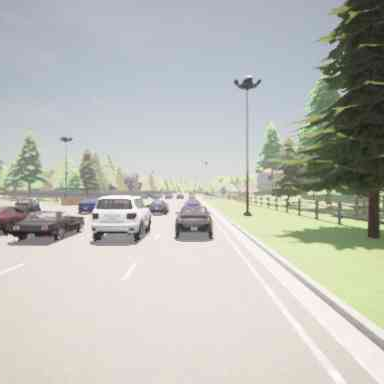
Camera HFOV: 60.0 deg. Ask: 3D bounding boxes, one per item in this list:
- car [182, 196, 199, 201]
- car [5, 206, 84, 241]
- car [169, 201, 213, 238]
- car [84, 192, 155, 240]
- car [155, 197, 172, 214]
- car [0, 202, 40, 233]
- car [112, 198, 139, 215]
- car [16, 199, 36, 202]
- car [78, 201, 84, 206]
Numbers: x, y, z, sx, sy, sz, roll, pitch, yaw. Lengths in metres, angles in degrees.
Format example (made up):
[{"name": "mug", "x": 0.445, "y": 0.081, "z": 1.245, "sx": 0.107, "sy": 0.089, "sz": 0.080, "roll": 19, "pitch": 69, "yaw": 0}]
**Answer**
[{"name": "car", "x": 0.091, "y": 1.479, "z": 34.494, "sx": 1.812, "sy": 1.442, "sz": 4.674, "roll": 0, "pitch": 0, "yaw": 0}, {"name": "car", "x": -6.897, "y": 1.578, "z": 16.502, "sx": 1.895, "sy": 1.301, "sz": 4.718, "roll": 0, "pitch": 0, "yaw": 0}, {"name": "car", "x": 0.102, "y": 1.468, "z": 17.699, "sx": 2.128, "sy": 1.511, "sz": 4.902, "roll": 0, "pitch": 0, "yaw": 0}, {"name": "car", "x": -3.397, "y": 1.199, "z": 16.856, "sx": 2.150, "sy": 2.045, "sz": 5.566, "roll": 0, "pitch": 0, "yaw": 0}, {"name": "car", "x": -3.396, "y": 1.518, "z": 34.027, "sx": 1.994, "sy": 1.385, "sz": 4.181, "roll": 0, "pitch": 0, "yaw": 0}, {"name": "car", "x": -10.413, "y": 1.500, "z": 18.715, "sx": 1.812, "sy": 1.442, "sz": 4.674, "roll": 0, "pitch": 0, "yaw": 0}, {"name": "car", "x": -6.895, "y": 1.430, "z": 35.020, "sx": 1.882, "sy": 1.535, "sz": 5.008, "roll": 0, "pitch": 0, "yaw": 0}, {"name": "car", "x": -16.488, "y": 1.446, "z": 33.203, "sx": 2.128, "sy": 1.511, "sz": 4.902, "roll": 0, "pitch": 0, "yaw": -15}, {"name": "car", "x": -10.395, "y": 1.430, "z": 35.021, "sx": 1.882, "sy": 1.535, "sz": 5.008, "roll": 0, "pitch": 0, "yaw": 0}]
